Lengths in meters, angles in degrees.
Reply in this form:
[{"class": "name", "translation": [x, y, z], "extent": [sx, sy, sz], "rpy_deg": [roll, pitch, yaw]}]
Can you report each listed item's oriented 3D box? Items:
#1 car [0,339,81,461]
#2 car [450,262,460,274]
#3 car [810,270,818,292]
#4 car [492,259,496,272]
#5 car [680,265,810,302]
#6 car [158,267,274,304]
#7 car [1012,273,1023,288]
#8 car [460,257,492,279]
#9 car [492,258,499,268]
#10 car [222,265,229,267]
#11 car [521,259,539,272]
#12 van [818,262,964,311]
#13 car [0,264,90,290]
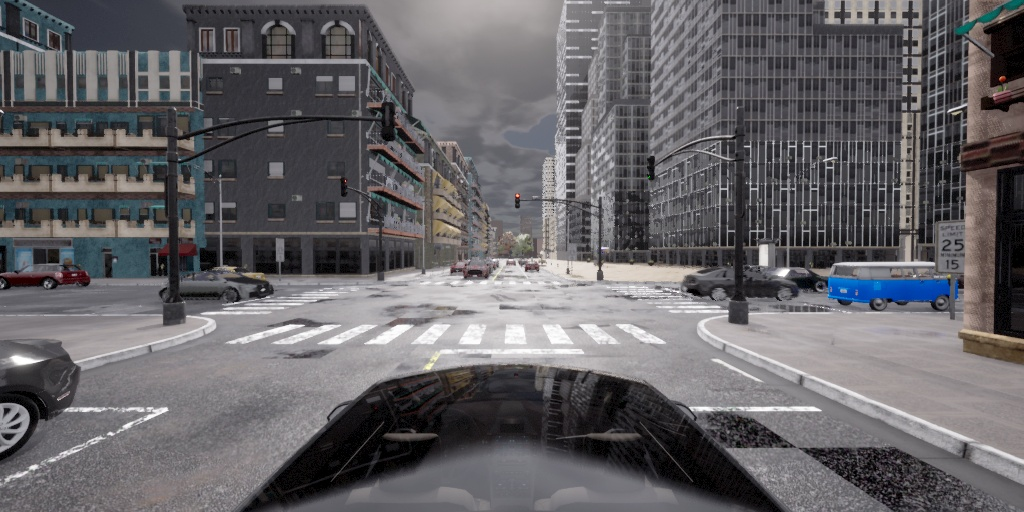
[{"class": "car", "translation": [-5.690, 1.300, 2.149], "extent": [2.007, 1.370, 4.403], "rpy_deg": [0, 0, 0]}, {"class": "car", "translation": [-5.801, 1.289, 40.215], "extent": [1.888, 1.381, 4.507], "rpy_deg": [0, 0, 0]}, {"class": "car", "translation": [14.805, 1.289, 19.646], "extent": [4.718, 1.301, 1.895], "rpy_deg": [0, 1, 0]}, {"class": "car", "translation": [-3.211, 1.345, 41.527], "extent": [1.895, 1.301, 4.718], "rpy_deg": [0, 0, 0]}, {"class": "car", "translation": [10.334, 1.250, 16.423], "extent": [4.892, 1.490, 1.837], "rpy_deg": [0, 1, 0]}, {"class": "car", "translation": [-13.337, 1.361, 16.316], "extent": [4.181, 1.385, 1.994], "rpy_deg": [0, 1, 0]}, {"class": "car", "translation": [24.593, 1.217, 19.687], "extent": [5.357, 1.411, 2.033], "rpy_deg": [0, 1, 0]}, {"class": "car", "translation": [-3.163, 1.097, 32.497], "extent": [2.097, 1.767, 4.553], "rpy_deg": [0, 0, -1]}, {"class": "car", "translation": [-3.237, 1.346, 51.590], "extent": [1.895, 1.301, 4.718], "rpy_deg": [0, 0, 0]}, {"class": "car", "translation": [-17.939, 1.247, 22.096], "extent": [4.829, 1.417, 1.751], "rpy_deg": [0, 0, 0]}, {"class": "car", "translation": [2.530, 1.289, 45.945], "extent": [1.888, 1.381, 4.507], "rpy_deg": [0, 0, 0]}, {"class": "van", "translation": [14.656, 1.117, 13.864], "extent": [3.998, 1.789, 1.690], "rpy_deg": [0, 0, 0]}, {"class": "car", "translation": [-28.837, 1.190, 22.046], "extent": [4.097, 1.591, 1.967], "rpy_deg": [0, 0, 0]}]
